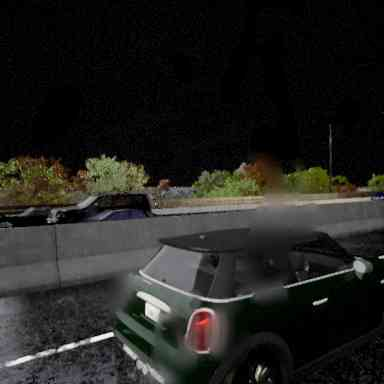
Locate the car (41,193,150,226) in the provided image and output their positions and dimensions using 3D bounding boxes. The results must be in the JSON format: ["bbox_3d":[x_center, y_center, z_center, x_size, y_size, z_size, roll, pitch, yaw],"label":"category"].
[{"bbox_3d":[-4.737,1.090,17.883,5.566,2.045,2.150,-1,1,-36],"label":"car"}]

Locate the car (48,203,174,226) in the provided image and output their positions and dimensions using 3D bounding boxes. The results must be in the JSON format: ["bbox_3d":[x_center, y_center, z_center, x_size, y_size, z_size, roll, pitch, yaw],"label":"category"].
[{"bbox_3d":[-3.167,1.428,14.701,5.357,1.411,2.033,-1,1,-36],"label":"car"}]

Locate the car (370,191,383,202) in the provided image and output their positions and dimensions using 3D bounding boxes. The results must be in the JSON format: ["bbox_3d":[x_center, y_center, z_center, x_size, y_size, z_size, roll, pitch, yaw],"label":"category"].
[{"bbox_3d":[25.178,0.653,43.374,4.674,1.442,1.812,-1,1,-34],"label":"car"}]

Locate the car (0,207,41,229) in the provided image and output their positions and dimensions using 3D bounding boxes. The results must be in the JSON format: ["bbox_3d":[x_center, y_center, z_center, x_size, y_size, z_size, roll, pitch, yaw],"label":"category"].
[{"bbox_3d":[-9.055,1.524,19.070,4.718,1.301,1.895,-1,1,-36],"label":"car"}]

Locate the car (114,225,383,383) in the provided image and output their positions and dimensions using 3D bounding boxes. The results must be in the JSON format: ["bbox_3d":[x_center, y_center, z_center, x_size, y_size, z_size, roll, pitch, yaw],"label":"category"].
[{"bbox_3d":[1.292,1.277,4.842,4.553,1.767,2.097,-1,1,-36],"label":"car"}]
